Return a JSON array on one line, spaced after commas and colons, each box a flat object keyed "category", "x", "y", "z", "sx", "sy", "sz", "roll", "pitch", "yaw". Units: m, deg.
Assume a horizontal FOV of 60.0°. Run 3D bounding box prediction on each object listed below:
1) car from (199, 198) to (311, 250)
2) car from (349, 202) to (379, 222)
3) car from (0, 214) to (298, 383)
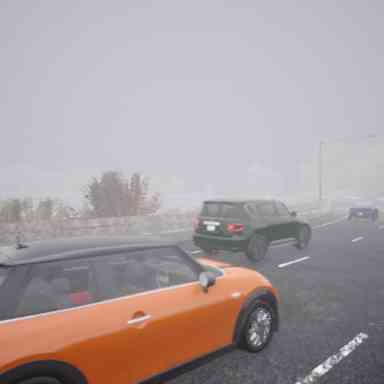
[{"category": "car", "x": 2.451, "y": 1.255, "z": 12.541, "sx": 2.150, "sy": 2.045, "sz": 5.566, "roll": 0, "pitch": 0, "yaw": 43}, {"category": "car", "x": 14.564, "y": 1.583, "z": 28.116, "sx": 1.882, "sy": 1.535, "sz": 5.008, "roll": 0, "pitch": 0, "yaw": 33}, {"category": "car", "x": -0.782, "y": 1.358, "z": 4.466, "sx": 4.553, "sy": 1.767, "sz": 2.097, "roll": 0, "pitch": 0, "yaw": -42}]
